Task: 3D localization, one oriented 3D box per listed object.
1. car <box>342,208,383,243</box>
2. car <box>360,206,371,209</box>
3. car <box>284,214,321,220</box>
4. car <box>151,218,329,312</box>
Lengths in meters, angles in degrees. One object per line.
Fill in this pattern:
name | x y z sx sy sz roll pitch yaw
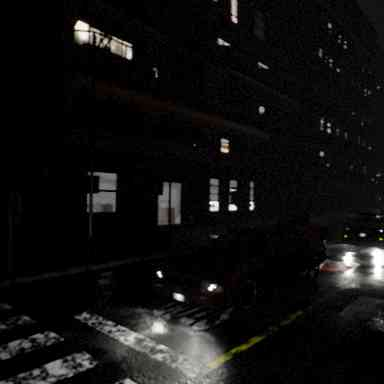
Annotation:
car | 8.842 1.708 16.078 1.994 1.385 4.181 0 0 43
car | 12.472 1.737 23.852 1.752 1.417 4.829 1 1 43
car | 5.096 1.707 15.810 1.802 1.307 4.206 1 0 43
car | 1.578 1.607 8.188 2.033 1.411 5.357 0 0 43
